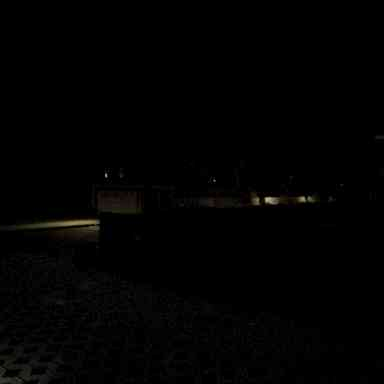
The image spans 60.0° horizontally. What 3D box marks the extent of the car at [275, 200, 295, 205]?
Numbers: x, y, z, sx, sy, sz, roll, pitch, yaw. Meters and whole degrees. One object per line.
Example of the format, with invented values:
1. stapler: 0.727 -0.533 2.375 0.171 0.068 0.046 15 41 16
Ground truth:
1. car: 12.835 1.764 45.492 1.994 1.385 4.181 0 0 36

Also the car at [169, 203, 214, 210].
1. car: -0.117 1.594 27.613 2.033 1.411 5.357 0 0 36
